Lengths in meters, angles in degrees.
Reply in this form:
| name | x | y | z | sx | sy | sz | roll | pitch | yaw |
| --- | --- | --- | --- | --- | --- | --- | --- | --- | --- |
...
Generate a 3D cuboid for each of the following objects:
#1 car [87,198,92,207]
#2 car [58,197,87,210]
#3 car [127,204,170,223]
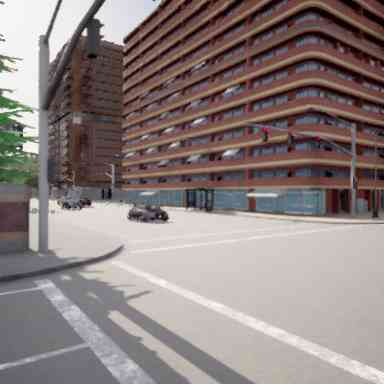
| name | x | y | z | sx | sy | sz | roll | pitch | yaw |
| --- | --- | --- | --- | --- | --- | --- | --- | --- | --- |
| car | -17.363 | 1.573 | 52.524 | 1.882 | 1.535 | 5.008 | 0 | 0 | -34 |
| car | -15.884 | 1.611 | 44.096 | 1.812 | 1.442 | 4.674 | 0 | 0 | -35 |
| car | -3.511 | 1.651 | 26.420 | 1.994 | 1.385 | 4.181 | 0 | 0 | -35 |
